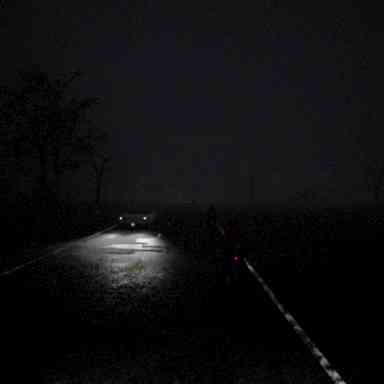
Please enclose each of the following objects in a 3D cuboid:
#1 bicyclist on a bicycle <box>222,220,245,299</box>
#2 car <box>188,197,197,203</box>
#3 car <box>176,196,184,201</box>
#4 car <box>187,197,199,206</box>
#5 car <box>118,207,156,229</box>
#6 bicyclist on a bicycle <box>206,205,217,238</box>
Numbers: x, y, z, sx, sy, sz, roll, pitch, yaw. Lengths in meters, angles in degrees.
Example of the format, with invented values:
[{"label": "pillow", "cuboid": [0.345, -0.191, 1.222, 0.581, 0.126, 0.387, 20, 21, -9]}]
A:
[{"label": "bicyclist on a bicycle", "cuboid": [0.970, 1.479, 7.607, 0.582, 1.620, 1.656, 0, 0, 0]}, {"label": "car", "cuboid": [0.086, 1.779, 73.600, 1.994, 1.385, 4.181, 0, 0, 0]}, {"label": "car", "cuboid": [-3.389, 1.812, 95.292, 1.812, 1.442, 4.674, 0, 0, 0]}, {"label": "car", "cuboid": [0.166, 1.728, 57.322, 2.033, 1.411, 5.357, 0, 0, 0]}, {"label": "car", "cuboid": [-3.574, 1.674, 22.292, 1.895, 1.301, 4.718, 0, 0, 0]}, {"label": "bicyclist on a bicycle", "cuboid": [0.982, 1.509, 16.760, 0.582, 1.620, 1.656, 0, 0, 0]}]
